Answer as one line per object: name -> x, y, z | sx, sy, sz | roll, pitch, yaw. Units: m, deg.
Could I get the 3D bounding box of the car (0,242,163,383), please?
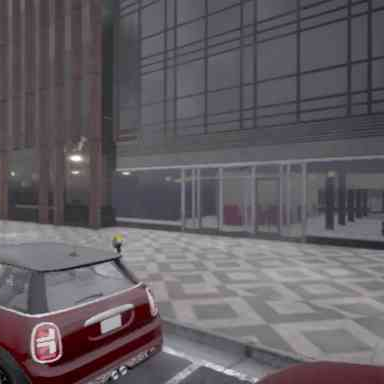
car -> -2.449, 1.440, 4.704 | 4.097, 1.590, 1.967 | 0, 0, 35

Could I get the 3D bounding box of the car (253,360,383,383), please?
car -> 2.141, 1.582, 1.433 | 4.206, 1.307, 1.802 | 0, 0, 35
